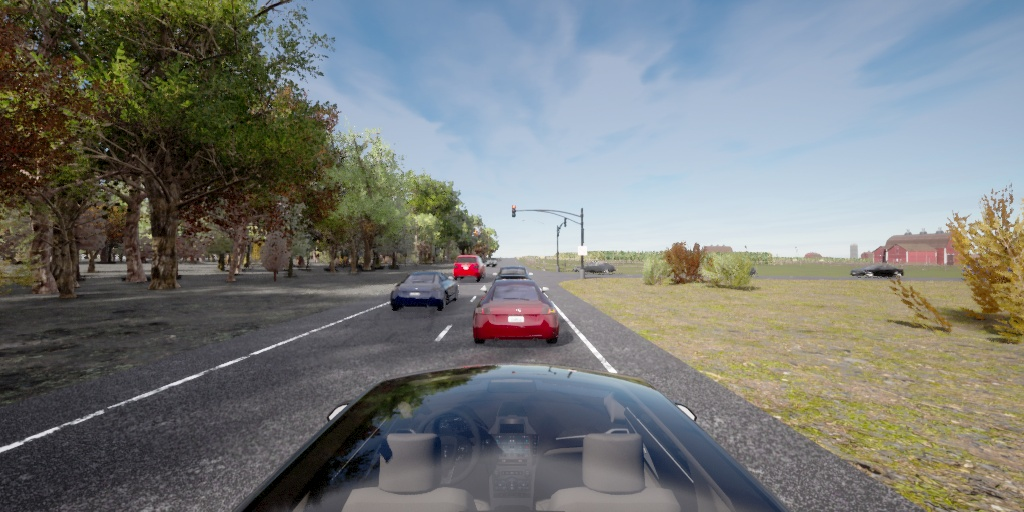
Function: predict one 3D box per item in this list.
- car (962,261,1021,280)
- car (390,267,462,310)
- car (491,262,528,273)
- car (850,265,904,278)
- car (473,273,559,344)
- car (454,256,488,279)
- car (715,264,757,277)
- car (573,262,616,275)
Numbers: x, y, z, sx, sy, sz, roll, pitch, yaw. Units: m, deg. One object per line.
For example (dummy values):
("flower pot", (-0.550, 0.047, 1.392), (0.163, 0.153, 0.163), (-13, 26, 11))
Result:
("car", (50.587, 1.522, 37.372), (5.566, 2.045, 2.150), (1, -1, 1))
("car", (-3.442, 1.317, 14.686), (1.994, 1.385, 4.181), (0, 0, 0))
("car", (0.049, 1.259, 18.550), (1.837, 1.490, 4.892), (0, 0, 0))
("car", (41.625, 1.741, 40.975), (5.008, 1.535, 1.882), (1, -1, 0))
("car", (0.075, 1.316, 9.638), (1.994, 1.385, 4.181), (0, 0, 0))
("car", (-3.491, 0.979, 29.743), (2.150, 2.045, 5.566), (0, 0, 0))
("car", (25.552, 1.651, 41.007), (4.181, 1.385, 1.994), (1, -1, 0))
("car", (9.564, 1.417, 41.788), (4.902, 1.511, 2.128), (1, -1, 11))
